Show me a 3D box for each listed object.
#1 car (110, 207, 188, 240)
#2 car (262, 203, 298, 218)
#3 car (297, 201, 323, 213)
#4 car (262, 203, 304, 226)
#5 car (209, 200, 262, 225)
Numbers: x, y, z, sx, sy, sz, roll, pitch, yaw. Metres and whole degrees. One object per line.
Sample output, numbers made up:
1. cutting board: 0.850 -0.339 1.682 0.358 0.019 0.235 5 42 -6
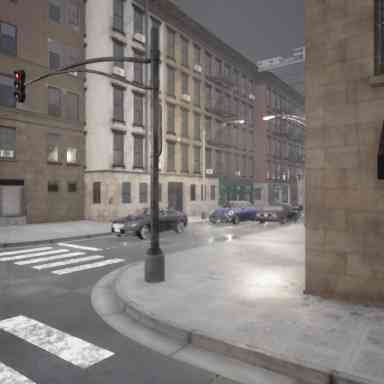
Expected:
1. car: -2.149 1.568 17.830 2.128 1.511 4.902 0 0 35
2. car: 8.910 1.777 33.360 1.895 1.301 4.718 0 0 35
3. car: 14.823 1.832 41.612 1.895 1.301 4.718 0 0 36
4. car: 6.555 1.679 24.979 2.033 1.411 5.357 0 0 35
5. car: 3.190 1.476 25.349 2.097 1.767 4.553 0 0 36
